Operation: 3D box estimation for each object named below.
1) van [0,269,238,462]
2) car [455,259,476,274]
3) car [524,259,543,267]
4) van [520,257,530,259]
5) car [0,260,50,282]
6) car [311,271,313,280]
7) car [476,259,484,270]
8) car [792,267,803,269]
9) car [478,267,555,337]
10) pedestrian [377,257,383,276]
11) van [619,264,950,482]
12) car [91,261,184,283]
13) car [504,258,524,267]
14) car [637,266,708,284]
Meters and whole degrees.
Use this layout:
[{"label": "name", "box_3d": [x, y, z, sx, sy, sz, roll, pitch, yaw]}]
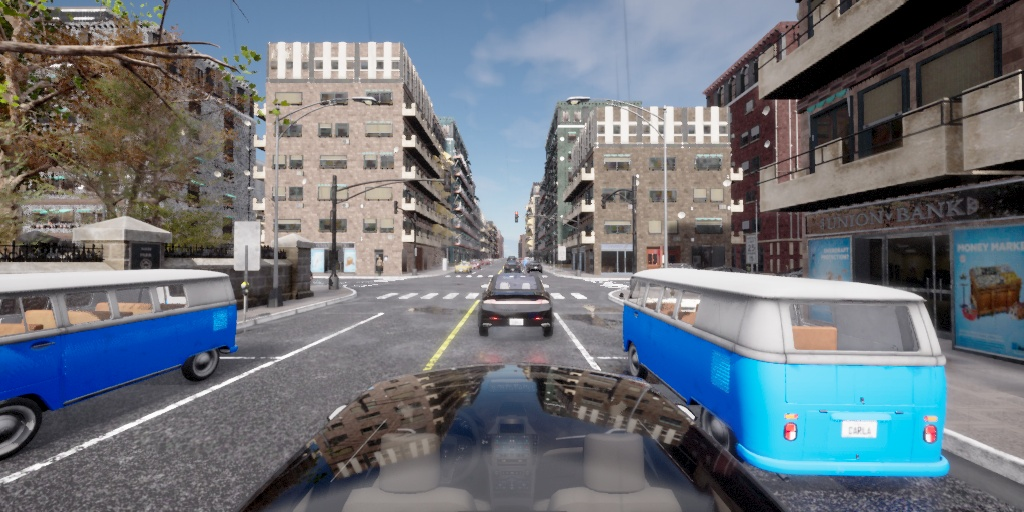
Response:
[{"label": "van", "box_3d": [-5.657, 1.092, 4.603, 1.690, 1.789, 3.998, 0, 0, 0]}, {"label": "car", "box_3d": [-5.698, 1.291, 42.378, 1.751, 1.417, 4.829, 0, 0, 0]}, {"label": "car", "box_3d": [2.682, 1.331, 42.550, 1.948, 1.339, 4.313, 0, 0, 0]}, {"label": "van", "box_3d": [2.679, 1.114, 59.477, 1.690, 1.789, 3.998, 0, 0, 0]}, {"label": "car", "box_3d": [-36.517, 1.045, 25.534, 4.892, 1.490, 1.837, 0, -1, 1]}, {"label": "car", "box_3d": [-16.593, 1.000, 25.296, 4.553, 1.767, 2.097, 0, -1, 1]}, {"label": "car", "box_3d": [-5.701, 1.210, 53.833, 1.967, 1.591, 4.097, 0, 0, 0]}, {"label": "car", "box_3d": [24.906, 1.548, 30.589, 4.313, 1.339, 1.948, 0, 0, 1]}, {"label": "car", "box_3d": [0.098, 1.244, 10.332, 2.128, 1.511, 4.902, 0, 0, 0]}, {"label": "pedestrian", "box_3d": [-12.546, 0.969, 33.989, 0.375, 1.860, 0.375, 0, -1, 1]}, {"label": "van", "box_3d": [2.658, 1.092, 4.603, 1.690, 1.789, 3.998, 0, 0, 0]}, {"label": "car", "box_3d": [-26.419, 1.120, 25.409, 4.674, 1.442, 1.812, 0, -1, 1]}, {"label": "car", "box_3d": [0.048, 1.290, 40.925, 1.812, 1.442, 4.674, 0, 0, 0]}, {"label": "car", "box_3d": [12.528, 1.466, 28.103, 4.718, 1.301, 1.895, 0, -1, -1]}]
